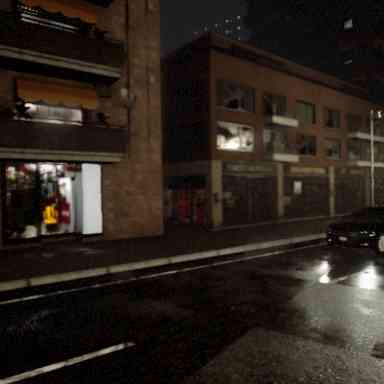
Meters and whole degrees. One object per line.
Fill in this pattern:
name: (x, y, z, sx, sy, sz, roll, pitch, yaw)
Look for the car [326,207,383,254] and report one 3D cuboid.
car: (7.252, 1.329, 13.105, 5.008, 1.535, 1.882, -1, 0, -37)
